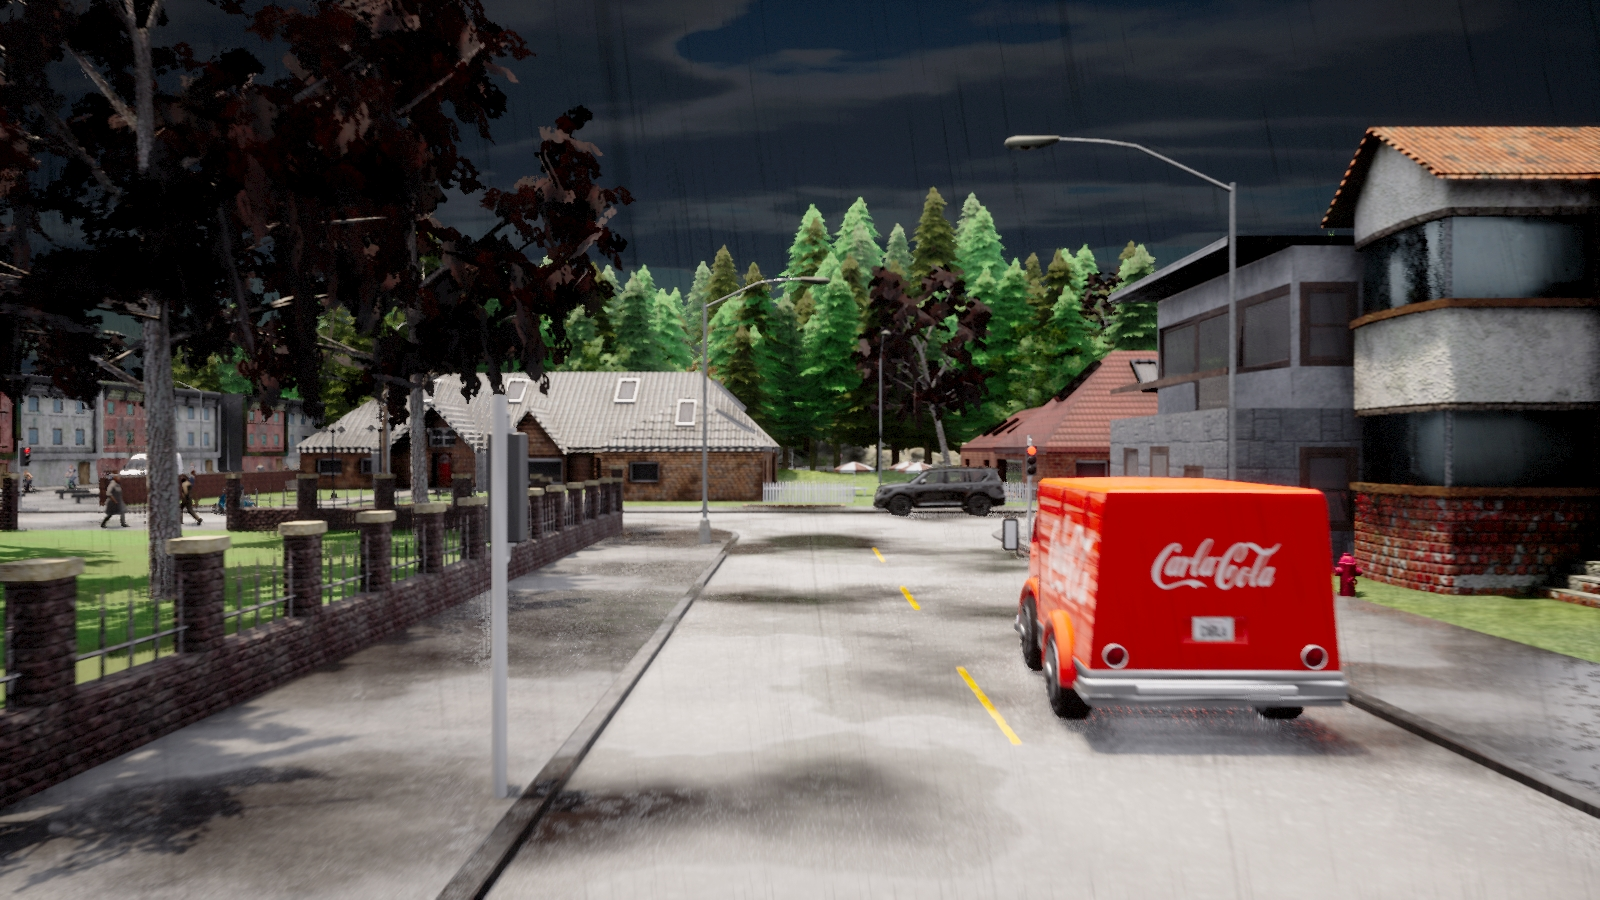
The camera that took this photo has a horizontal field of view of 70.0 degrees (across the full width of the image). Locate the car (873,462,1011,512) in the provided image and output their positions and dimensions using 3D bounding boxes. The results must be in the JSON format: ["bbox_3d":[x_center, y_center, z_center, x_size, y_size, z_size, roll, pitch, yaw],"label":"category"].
[{"bbox_3d":[5.981,1.550,48.486,5.566,2.045,2.150,0,0,-1],"label":"car"}]

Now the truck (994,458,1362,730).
[{"bbox_3d":[3.911,1.343,13.110,2.627,2.467,5.204,0,0,2],"label":"truck"}]

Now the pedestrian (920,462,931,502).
[{"bbox_3d":[5.913,1.516,53.714,0.375,1.860,0.375,0,0,-36],"label":"pedestrian"}]

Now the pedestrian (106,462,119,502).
[{"bbox_3d":[-32.381,1.509,53.840,0.375,1.860,0.375,0,0,1],"label":"pedestrian"}]

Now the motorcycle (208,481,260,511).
[{"bbox_3d":[-24.024,1.955,48.526,1.805,1.236,0.856,0,0,0],"label":"motorcycle"}]

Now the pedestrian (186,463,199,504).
[{"bbox_3d":[-27.554,1.511,51.820,0.375,1.860,0.375,0,0,-7],"label":"pedestrian"}]

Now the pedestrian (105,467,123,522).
[{"bbox_3d":[-23.531,1.520,39.184,0.375,1.860,0.375,0,0,2],"label":"pedestrian"}]

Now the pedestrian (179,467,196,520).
[{"bbox_3d":[-21.562,1.517,40.215,0.375,1.860,0.375,0,0,-1],"label":"pedestrian"}]
